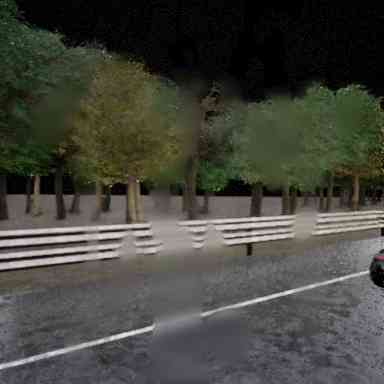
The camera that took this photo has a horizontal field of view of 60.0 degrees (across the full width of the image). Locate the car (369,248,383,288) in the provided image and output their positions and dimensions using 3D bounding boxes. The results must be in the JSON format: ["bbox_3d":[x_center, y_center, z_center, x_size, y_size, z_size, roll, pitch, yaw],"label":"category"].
[{"bbox_3d":[6.241,1.630,8.201,4.181,1.385,1.994,0,0,-35],"label":"car"}]
